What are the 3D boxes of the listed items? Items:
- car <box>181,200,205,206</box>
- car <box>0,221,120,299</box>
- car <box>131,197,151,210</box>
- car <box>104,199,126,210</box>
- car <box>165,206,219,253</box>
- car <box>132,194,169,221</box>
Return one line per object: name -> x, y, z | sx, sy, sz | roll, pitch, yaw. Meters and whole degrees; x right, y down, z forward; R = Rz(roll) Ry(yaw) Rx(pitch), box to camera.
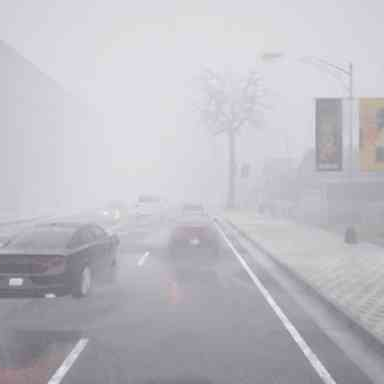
car -> 0.084, 1.449, 29.358 | 1.882, 1.535, 5.008 | 0, 0, 0
car -> -3.185, 1.469, 8.523 | 1.882, 1.535, 5.008 | 0, 0, 0
car -> -6.594, 1.455, 43.766 | 1.837, 1.490, 4.892 | 0, 0, 0
car -> -9.848, 1.552, 42.634 | 1.895, 1.301, 4.718 | 0, 0, 0
car -> 0.085, 1.513, 13.582 | 1.812, 1.442, 4.674 | 0, 0, 0
car -> -3.170, 1.195, 26.883 | 2.150, 2.045, 5.566 | 0, 0, 0
